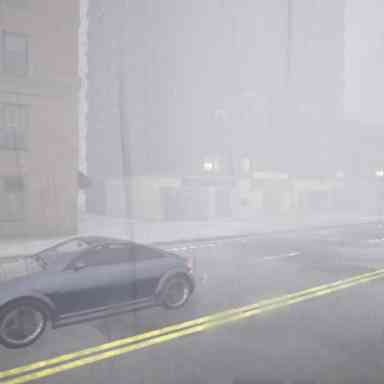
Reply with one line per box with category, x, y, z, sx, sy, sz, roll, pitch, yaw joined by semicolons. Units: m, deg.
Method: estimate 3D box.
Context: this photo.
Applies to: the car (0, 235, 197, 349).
car;-1.969;1.555;6.270;4.181;1.385;1.994;0;0;-35
